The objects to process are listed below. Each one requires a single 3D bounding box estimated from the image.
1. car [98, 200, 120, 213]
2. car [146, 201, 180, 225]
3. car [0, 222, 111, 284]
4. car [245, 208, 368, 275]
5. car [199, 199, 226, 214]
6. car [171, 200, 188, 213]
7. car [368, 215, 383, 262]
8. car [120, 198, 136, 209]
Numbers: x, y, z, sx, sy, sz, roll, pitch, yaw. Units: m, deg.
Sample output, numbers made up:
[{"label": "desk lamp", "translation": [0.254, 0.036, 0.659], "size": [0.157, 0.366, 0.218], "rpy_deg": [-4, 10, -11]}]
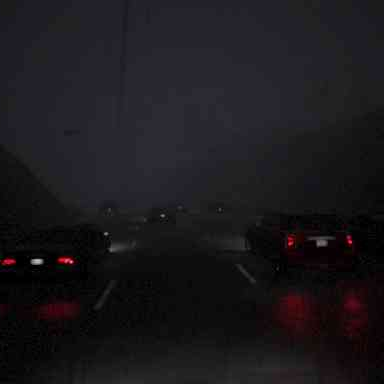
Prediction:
[{"label": "car", "translation": [-9.883, 1.667, 39.029], "size": [1.837, 1.490, 4.892], "rpy_deg": [0, 0, -18]}, {"label": "car", "translation": [-2.408, 1.619, 25.053], "size": [1.994, 1.385, 4.181], "rpy_deg": [-1, 0, -11]}, {"label": "car", "translation": [-3.676, 1.603, 9.871], "size": [2.033, 1.411, 5.357], "rpy_deg": [-1, 0, -6]}, {"label": "car", "translation": [3.137, 1.322, 10.554], "size": [2.097, 1.767, 4.553], "rpy_deg": [-1, 0, -4]}, {"label": "car", "translation": [2.175, 1.512, 36.196], "size": [1.837, 1.490, 4.892], "rpy_deg": [0, 0, -16]}, {"label": "car", "translation": [-1.905, 1.624, 37.672], "size": [1.994, 1.385, 4.181], "rpy_deg": [-1, 0, -17]}, {"label": "car", "translation": [6.544, 1.493, 11.898], "size": [1.994, 1.385, 4.181], "rpy_deg": [-1, 0, -5]}, {"label": "car", "translation": [-9.502, 1.659, 48.731], "size": [2.128, 1.511, 4.902], "rpy_deg": [-1, 0, -22]}]
